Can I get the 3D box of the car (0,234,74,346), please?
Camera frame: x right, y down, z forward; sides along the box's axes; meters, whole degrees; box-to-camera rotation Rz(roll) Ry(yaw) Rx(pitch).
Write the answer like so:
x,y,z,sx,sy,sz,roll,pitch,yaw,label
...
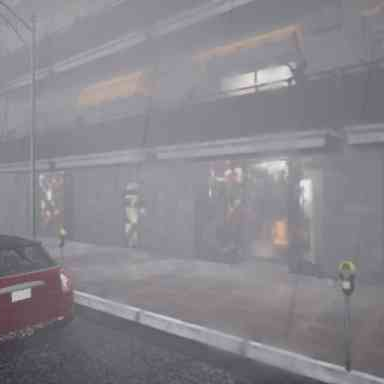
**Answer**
x,y,z,sx,sy,sz,roll,pitch,yaw,label
-3.908,1.427,5.672,4.097,1.590,1.967,0,0,36,car
